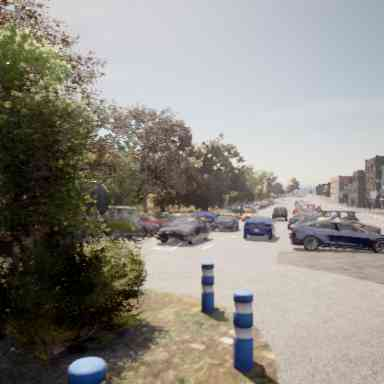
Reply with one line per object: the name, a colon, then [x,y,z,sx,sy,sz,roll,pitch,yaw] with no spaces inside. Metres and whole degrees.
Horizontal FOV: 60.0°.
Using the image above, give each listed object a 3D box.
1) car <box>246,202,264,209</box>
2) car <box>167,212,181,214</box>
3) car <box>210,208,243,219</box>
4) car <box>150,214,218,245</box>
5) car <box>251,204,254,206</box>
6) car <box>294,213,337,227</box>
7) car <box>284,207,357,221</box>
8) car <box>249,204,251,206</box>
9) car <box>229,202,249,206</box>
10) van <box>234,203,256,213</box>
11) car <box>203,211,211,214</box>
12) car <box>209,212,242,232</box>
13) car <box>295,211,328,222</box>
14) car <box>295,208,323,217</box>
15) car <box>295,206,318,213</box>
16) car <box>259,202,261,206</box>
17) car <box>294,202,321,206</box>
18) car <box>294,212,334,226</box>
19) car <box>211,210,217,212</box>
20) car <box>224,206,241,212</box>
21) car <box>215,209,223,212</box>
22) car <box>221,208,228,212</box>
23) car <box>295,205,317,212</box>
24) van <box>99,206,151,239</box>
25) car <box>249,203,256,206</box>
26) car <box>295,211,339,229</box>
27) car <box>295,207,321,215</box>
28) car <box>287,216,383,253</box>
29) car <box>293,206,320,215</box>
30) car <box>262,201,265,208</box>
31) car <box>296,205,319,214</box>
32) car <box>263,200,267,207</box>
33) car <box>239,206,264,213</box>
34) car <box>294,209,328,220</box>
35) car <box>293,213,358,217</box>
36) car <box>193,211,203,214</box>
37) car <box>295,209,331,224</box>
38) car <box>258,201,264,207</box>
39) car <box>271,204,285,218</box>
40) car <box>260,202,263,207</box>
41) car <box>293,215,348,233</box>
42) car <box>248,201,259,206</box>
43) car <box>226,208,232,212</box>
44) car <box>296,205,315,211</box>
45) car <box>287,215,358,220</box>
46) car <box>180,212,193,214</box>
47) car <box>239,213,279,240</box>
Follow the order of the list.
car: [17.466,3.774,91.890,4.553,1.767,2.185,0,0,18]
car: [-3.584,2.388,25.355,4.674,1.452,2.002,0,-3,18]
car: [5.643,3.515,54.590,5.008,1.535,2.097,0,-1,18]
car: [-0.254,2.181,19.452,2.033,1.411,5.357,0,-3,17]
car: [9.014,3.676,65.224,5.008,1.535,2.097,0,0,18]
car: [14.844,3.345,40.178,4.792,1.488,2.163,0,-2,18]
car: [10.603,2.495,26.927,5.566,2.045,2.435,0,-3,18]
car: [8.141,3.522,62.580,4.553,1.767,2.185,0,-1,18]
car: [6.464,3.316,57.260,5.566,2.045,2.435,0,-1,18]
van: [11.676,3.521,73.276,4.442,1.987,1.878,0,0,18]
car: [-1.203,2.786,33.506,5.366,1.575,1.946,0,-3,18]
car: [3.151,2.783,30.254,1.812,1.442,4.674,0,-3,18]
car: [18.168,3.648,50.810,4.674,1.452,2.002,0,-1,18]
car: [21.532,3.807,61.441,4.674,1.452,2.002,0,0,18]
car: [25.716,3.882,74.713,4.892,1.521,2.231,0,0,18]
car: [13.238,3.832,78.621,4.674,1.452,2.002,0,0,18]
car: [22.344,3.538,64.106,5.566,2.045,2.435,0,0,18]
car: [15.628,3.431,42.853,4.792,1.488,2.163,0,-1,18]
car: [-0.200,2.939,35.971,4.792,1.488,2.163,0,-2,18]
car: [4.985,3.453,51.874,5.366,1.575,1.946,0,-1,18]
car: [0.617,3.021,38.639,5.008,1.535,2.097,0,-2,18]
car: [1.457,3.126,41.297,5.008,1.535,2.097,0,-2,18]
car: [27.394,3.925,80.021,5.008,1.535,2.097,0,0,18]
van: [-5.094,1.810,20.133,4.442,1.987,1.878,1,-3,17]
car: [9.708,3.696,68.055,5.366,1.575,1.946,0,0,18]
car: [14.010,3.096,37.526,4.553,1.767,2.185,0,-2,18]
car: [23.212,3.812,66.748,5.008,1.535,2.097,0,0,18]
car: [7.303,2.156,16.287,4.792,1.488,2.163,0,-3,18]
car: [23.868,3.831,69.460,5.366,1.575,1.946,0,0,18]
car: [15.729,3.887,86.594,4.792,1.488,2.163,0,0,18]
car: [24.877,3.732,71.930,4.553,1.767,2.185,0,0,18]
car: [16.626,3.628,89.237,5.566,2.045,2.435,0,0,18]
car: [8.330,3.254,46.535,2.097,1.767,4.553,0,-1,18]
car: [19.017,3.659,53.467,5.008,1.535,2.097,0,-1,18]
car: [9.790,2.602,24.245,5.008,1.535,2.097,0,-3,18]
car: [-2.043,2.650,30.844,5.366,1.575,1.946,0,-3,18]
car: [16.467,3.354,45.514,4.553,1.767,2.185,0,-1,18]
car: [14.912,3.837,83.934,4.892,1.521,2.231,0,0,18]
car: [13.816,3.313,51.752,2.150,2.045,5.566,0,-1,18]
car: [14.074,3.814,81.278,5.008,1.535,2.097,0,0,18]
car: [12.326,3.036,32.202,4.792,1.488,2.163,0,-2,18]
car: [10.753,3.472,70.647,5.566,2.045,2.435,0,0,18]
car: [2.336,3.226,44.078,4.892,1.521,2.231,0,-2,18]
car: [29.073,4.009,85.329,4.674,1.452,2.002,0,0,18]
car: [8.084,2.317,18.955,4.792,1.488,2.163,0,-3,18]
car: [-2.734,2.539,28.136,4.792,1.488,2.163,0,-3,18]
car: [4.896,2.455,23.647,1.882,1.535,5.008,0,-3,18]
